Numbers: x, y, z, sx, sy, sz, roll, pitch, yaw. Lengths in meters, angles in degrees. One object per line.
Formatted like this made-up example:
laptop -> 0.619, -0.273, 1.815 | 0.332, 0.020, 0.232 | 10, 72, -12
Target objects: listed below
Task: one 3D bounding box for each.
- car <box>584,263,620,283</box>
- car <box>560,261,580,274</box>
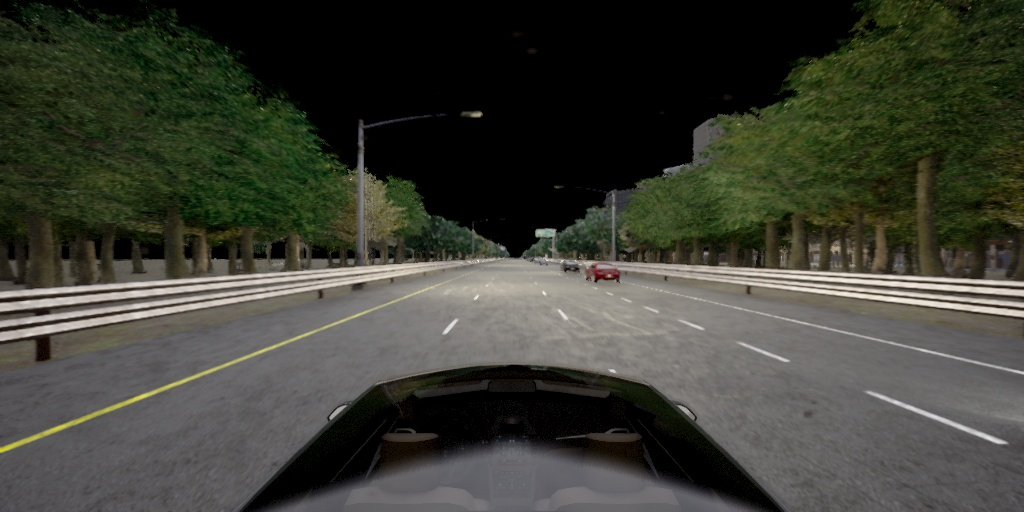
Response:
car -> 7.030, 1.288, 28.341 | 1.882, 1.535, 5.008 | 0, 0, 0
car -> 7.085, 1.334, 44.292 | 1.882, 1.535, 5.008 | 0, 0, 0
